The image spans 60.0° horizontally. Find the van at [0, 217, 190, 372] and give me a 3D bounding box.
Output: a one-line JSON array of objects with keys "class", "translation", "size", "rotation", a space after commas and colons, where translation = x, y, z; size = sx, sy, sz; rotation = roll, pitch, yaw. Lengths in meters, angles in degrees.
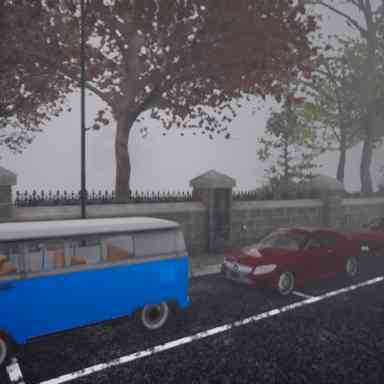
[{"class": "van", "translation": [-1.951, 1.337, 5.165], "size": [3.998, 1.788, 1.690], "rotation": [0, 0, -35]}]

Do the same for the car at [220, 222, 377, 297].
[{"class": "car", "translation": [2.641, 1.559, 8.426], "size": [4.206, 1.307, 1.802], "rotation": [0, 0, -35]}]

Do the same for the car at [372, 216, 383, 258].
[{"class": "car", "translation": [7.231, 1.503, 11.686], "size": [4.507, 1.381, 1.887], "rotation": [0, 0, -35]}]
